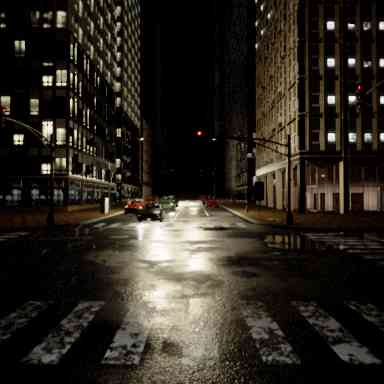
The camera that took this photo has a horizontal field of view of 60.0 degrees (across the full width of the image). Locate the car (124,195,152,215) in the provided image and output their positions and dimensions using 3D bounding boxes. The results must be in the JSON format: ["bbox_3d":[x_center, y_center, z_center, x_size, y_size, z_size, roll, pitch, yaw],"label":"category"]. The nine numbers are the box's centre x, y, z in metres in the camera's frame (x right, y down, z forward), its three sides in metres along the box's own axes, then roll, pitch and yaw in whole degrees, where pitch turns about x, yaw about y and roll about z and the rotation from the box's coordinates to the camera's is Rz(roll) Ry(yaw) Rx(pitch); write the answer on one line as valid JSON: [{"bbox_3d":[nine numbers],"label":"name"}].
[{"bbox_3d":[-5.623,1.451,33.836,1.967,1.590,4.097,1,0,0],"label":"car"}]

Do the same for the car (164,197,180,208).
[{"bbox_3d":[-3.014,1.564,51.136,2.033,1.411,5.357,0,0,0],"label":"car"}]

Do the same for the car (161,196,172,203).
[{"bbox_3d":[-5.566,1.569,72.862,1.887,1.381,4.507,1,0,0],"label":"car"}]

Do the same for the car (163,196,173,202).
[{"bbox_3d":[-5.558,1.577,78.437,2.008,1.369,4.403,1,0,0],"label":"car"}]

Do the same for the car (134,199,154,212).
[{"bbox_3d":[-5.618,1.595,39.411,1.802,1.307,4.206,1,0,0],"label":"car"}]

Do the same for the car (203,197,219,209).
[{"bbox_3d":[2.771,1.596,45.035,1.802,1.307,4.206,1,0,0],"label":"car"}]

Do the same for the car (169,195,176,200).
[{"bbox_3d":[-5.533,1.599,95.163,1.947,1.339,4.313,1,0,0],"label":"car"}]

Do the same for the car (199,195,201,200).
[{"bbox_3d":[2.797,1.586,61.768,1.947,1.339,4.313,1,0,0],"label":"car"}]

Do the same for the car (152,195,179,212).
[{"bbox_3d":[-3.035,1.364,38.940,2.097,1.767,4.553,0,0,1],"label":"car"}]

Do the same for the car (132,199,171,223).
[{"bbox_3d":[-3.058,1.556,26.211,2.033,1.411,5.357,0,0,0],"label":"car"}]

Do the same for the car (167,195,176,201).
[{"bbox_3d":[-5.541,1.582,89.587,2.008,1.369,4.403,1,0,0],"label":"car"}]

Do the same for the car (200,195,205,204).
[{"bbox_3d":[2.790,1.544,56.361,1.752,1.417,4.829,1,0,0],"label":"car"}]

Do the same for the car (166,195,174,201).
[{"bbox_3d":[-5.550,1.573,84.012,1.887,1.381,4.507,1,0,0],"label":"car"}]
